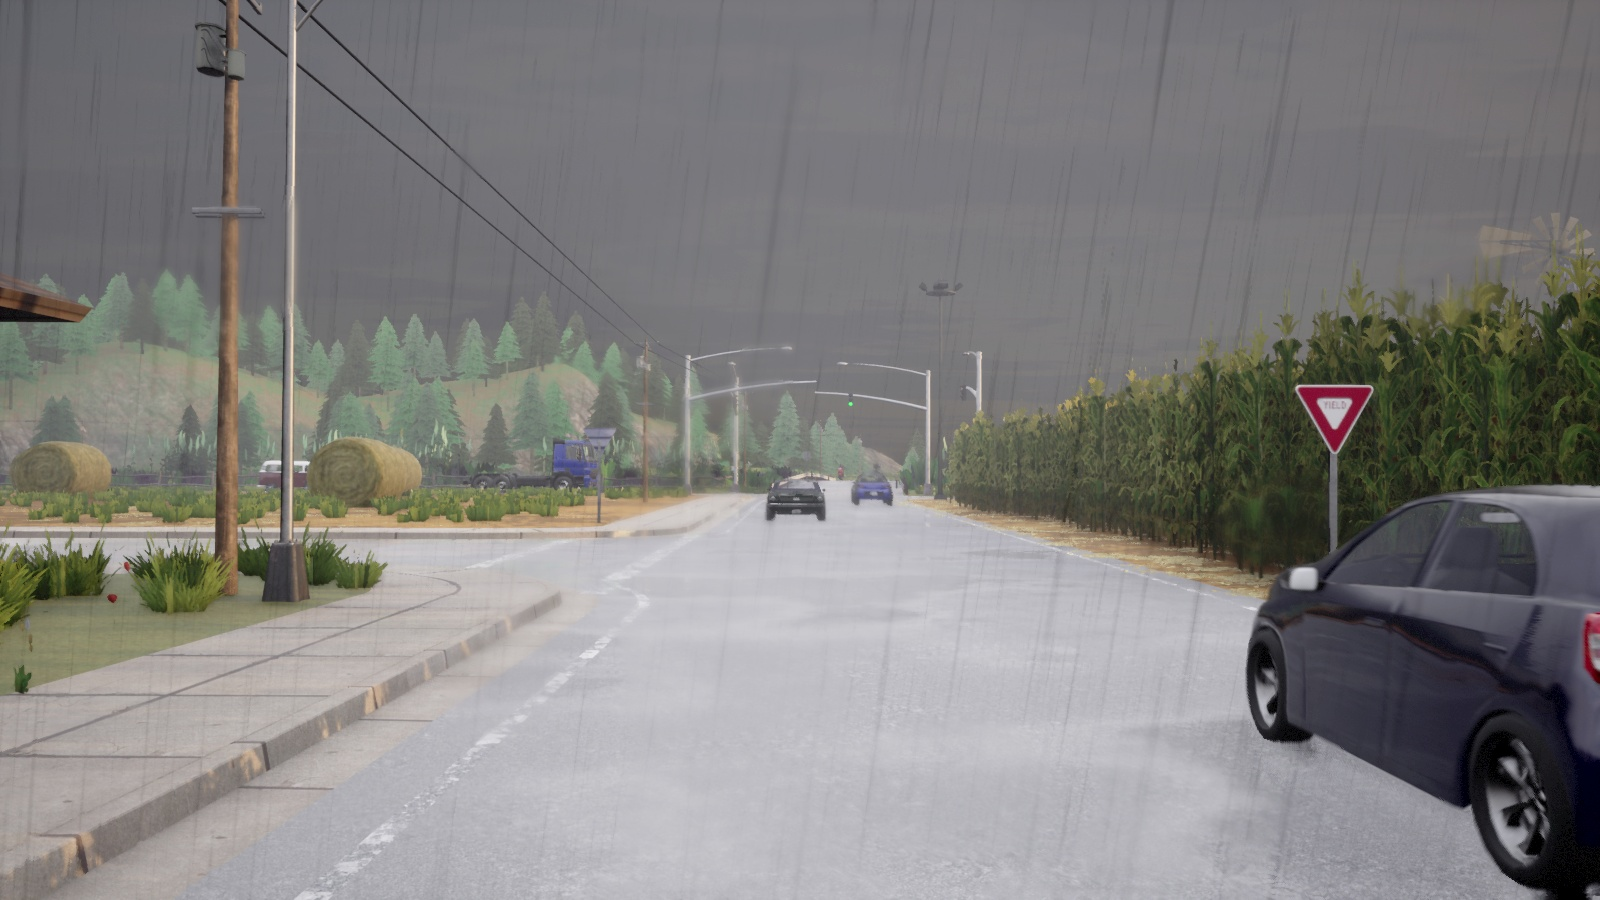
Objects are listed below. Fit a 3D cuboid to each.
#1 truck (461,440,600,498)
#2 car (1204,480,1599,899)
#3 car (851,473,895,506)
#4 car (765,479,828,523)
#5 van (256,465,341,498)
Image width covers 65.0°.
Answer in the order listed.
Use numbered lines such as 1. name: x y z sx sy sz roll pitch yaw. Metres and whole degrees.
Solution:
1. truck: -16.616 1.166 77.707 7.936 3.462 2.891 0 -1 3
2. car: 3.484 0.917 6.111 1.845 1.501 3.633 0 -1 0
3. car: 3.359 1.797 58.633 1.816 1.474 4.193 0 -1 0
4. car: -0.100 1.588 40.130 1.895 1.301 4.718 0 -1 0
5. van: -31.305 1.942 78.428 4.480 2.038 2.069 0 -1 3
